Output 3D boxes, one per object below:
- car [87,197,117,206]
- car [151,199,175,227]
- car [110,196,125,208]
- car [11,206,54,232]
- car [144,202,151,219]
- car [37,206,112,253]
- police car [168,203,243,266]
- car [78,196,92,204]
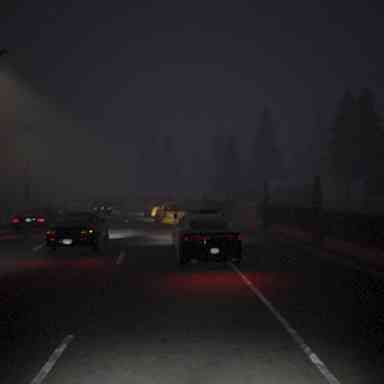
[{"bbox_3d":[-8.731,1.515,31.914,2.033,1.411,5.357,0,0,-18],"label":"car"},{"bbox_3d":[-1.480,1.419,22.601,1.801,1.575,5.366,0,0,-12],"label":"car"},{"bbox_3d":[-11.026,1.298,47.305,2.097,1.767,4.553,0,0,-26],"label":"car"},{"bbox_3d":[-9.147,1.537,19.977,2.033,1.411,5.357,0,0,-12],"label":"car"},{"bbox_3d":[-3.075,1.413,28.985,1.801,1.575,5.366,0,0,-16],"label":"car"},{"bbox_3d":[-4.562,1.514,13.617,1.812,1.442,4.674,0,0,-8],"label":"car"},{"bbox_3d":[0.338,1.403,11.707,1.930,1.638,5.238,0,0,-7],"label":"police car"},{"bbox_3d":[-19.655,1.422,61.807,1.882,1.535,5.008,0,0,-38],"label":"car"}]
